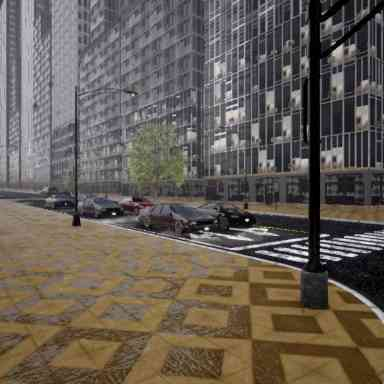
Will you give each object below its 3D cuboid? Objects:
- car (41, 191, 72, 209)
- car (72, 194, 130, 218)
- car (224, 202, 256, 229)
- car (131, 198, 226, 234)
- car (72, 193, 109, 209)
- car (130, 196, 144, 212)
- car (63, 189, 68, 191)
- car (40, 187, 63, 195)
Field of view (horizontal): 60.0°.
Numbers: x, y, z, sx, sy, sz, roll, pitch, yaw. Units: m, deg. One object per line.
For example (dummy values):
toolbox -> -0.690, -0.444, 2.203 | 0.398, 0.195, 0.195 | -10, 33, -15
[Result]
car -> -13.366, 0.939, 33.584 | 1.994, 1.385, 4.181 | 0, 1, -38
car -> -7.157, 1.107, 25.636 | 2.033, 1.411, 5.357 | 0, 1, -38
car -> 1.751, 1.309, 19.545 | 1.994, 1.385, 4.181 | 0, 1, -38
car -> -0.940, 1.292, 17.708 | 2.033, 1.411, 5.357 | 0, 1, -38
car -> -10.995, 0.913, 35.825 | 2.033, 1.411, 5.357 | 0, 1, -38
car -> -4.579, 1.083, 27.614 | 1.812, 1.442, 4.674 | 0, 1, -38
car -> -25.318, 0.272, 65.062 | 1.837, 1.490, 4.892 | 0, 1, -38
car -> -25.809, 0.054, 60.406 | 2.150, 2.045, 5.566 | 0, 1, -38
